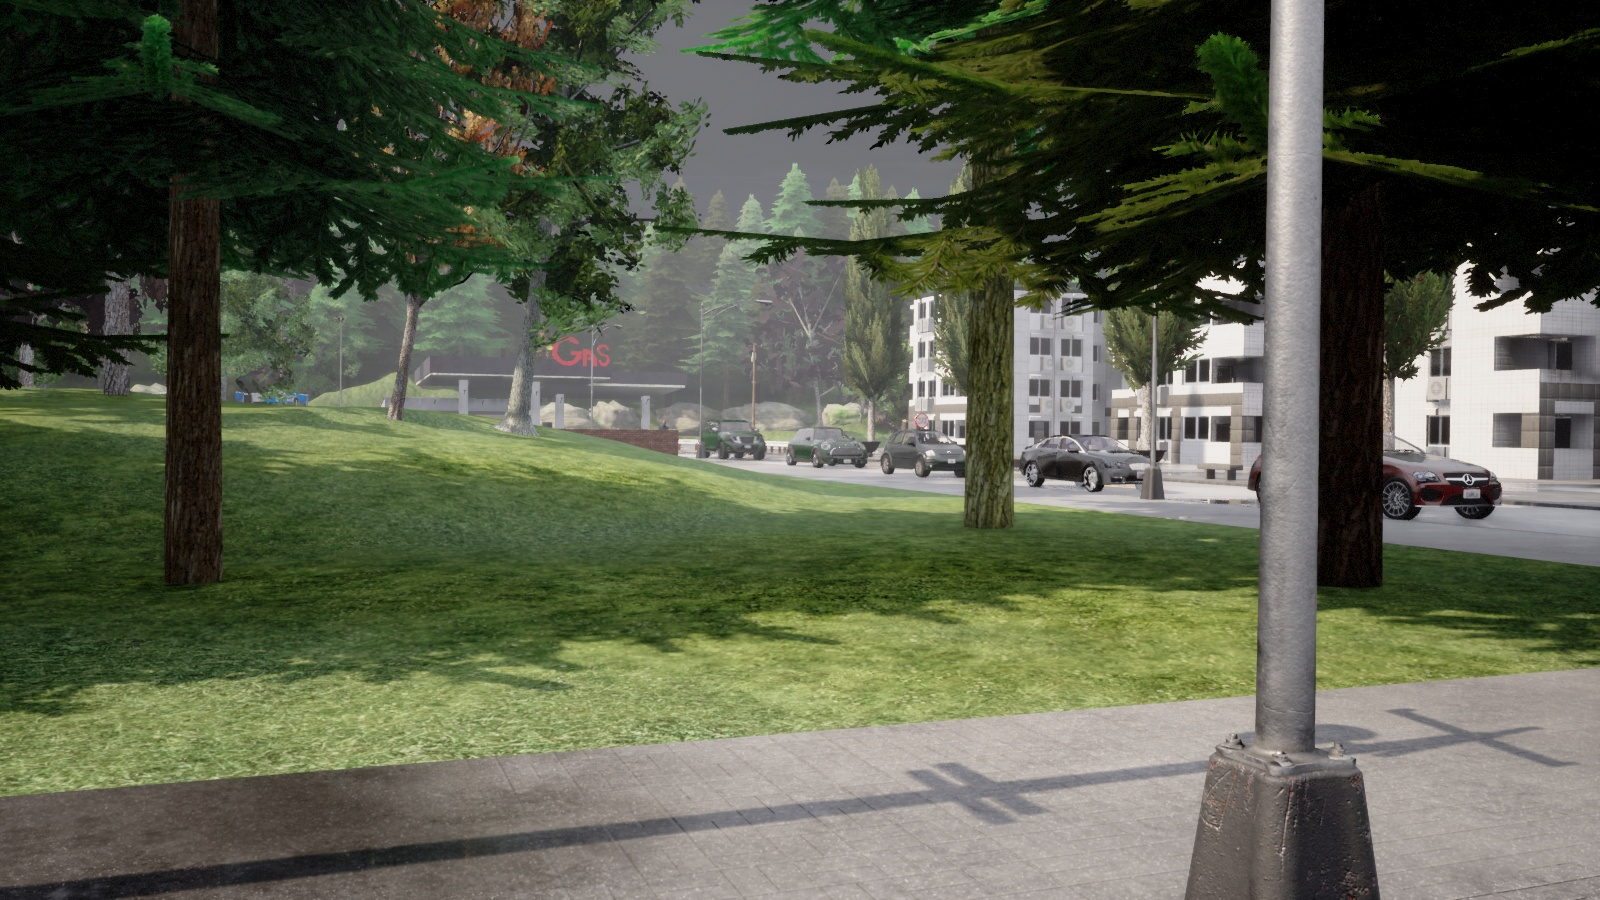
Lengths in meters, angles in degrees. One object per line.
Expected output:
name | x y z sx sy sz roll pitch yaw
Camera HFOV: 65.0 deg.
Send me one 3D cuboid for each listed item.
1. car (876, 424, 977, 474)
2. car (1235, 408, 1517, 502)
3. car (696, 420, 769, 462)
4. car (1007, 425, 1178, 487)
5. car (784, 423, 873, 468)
car | 4.304 -0.053 43.211 1.851 1.617 3.988 -1 1 -21
car | 11.236 0.049 24.984 2.152 1.651 5.027 -1 1 -21
car | -3.495 -0.483 63.798 2.150 2.045 5.566 -1 1 -20
car | 7.799 0.117 34.011 2.128 1.511 4.902 -1 1 -21
car | 1.100 -0.194 51.646 2.097 1.767 4.553 -1 1 -21
